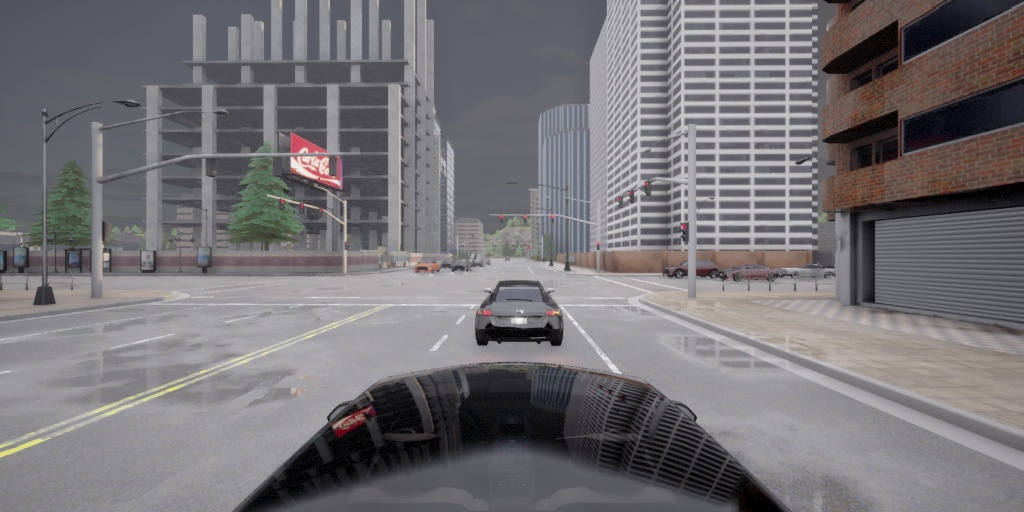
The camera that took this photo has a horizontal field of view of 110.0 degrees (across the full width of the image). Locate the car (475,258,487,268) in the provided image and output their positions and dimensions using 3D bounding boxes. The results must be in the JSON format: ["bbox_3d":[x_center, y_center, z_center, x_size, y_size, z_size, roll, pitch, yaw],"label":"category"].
[{"bbox_3d":[-6.008,1.227,61.886,1.882,1.535,5.008,0,0,1],"label":"car"}]

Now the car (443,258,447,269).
[{"bbox_3d":[-9.645,1.102,55.340,2.097,1.767,4.553,0,0,1],"label":"car"}]

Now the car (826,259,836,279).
[{"bbox_3d":[28.693,1.227,28.667,5.008,1.535,1.882,0,0,1],"label":"car"}]

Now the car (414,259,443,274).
[{"bbox_3d":[-9.898,1.102,41.936,2.097,1.767,4.553,0,0,1],"label":"car"}]

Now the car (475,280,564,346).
[{"bbox_3d":[0.193,1.314,9.444,1.994,1.385,4.181,0,0,1],"label":"car"}]

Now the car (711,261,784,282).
[{"bbox_3d":[18.807,1.314,28.809,4.181,1.385,1.994,0,0,1],"label":"car"}]

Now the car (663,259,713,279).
[{"bbox_3d":[16.083,1.102,32.345,4.553,1.767,2.097,0,0,1],"label":"car"}]

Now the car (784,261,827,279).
[{"bbox_3d":[26.297,1.351,32.206,4.718,1.301,1.895,0,0,1],"label":"car"}]

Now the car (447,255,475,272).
[{"bbox_3d":[-6.339,1.102,45.100,2.097,1.767,4.553,0,0,1],"label":"car"}]
